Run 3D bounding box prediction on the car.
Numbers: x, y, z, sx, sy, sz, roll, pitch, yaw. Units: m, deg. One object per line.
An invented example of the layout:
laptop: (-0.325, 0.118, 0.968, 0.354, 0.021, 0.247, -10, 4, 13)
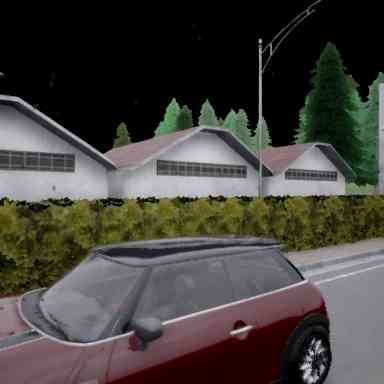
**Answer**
car: (-0.553, 1.353, 3.604, 4.553, 1.767, 2.097, 0, 0, -36)
